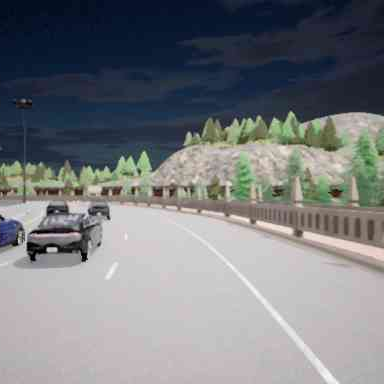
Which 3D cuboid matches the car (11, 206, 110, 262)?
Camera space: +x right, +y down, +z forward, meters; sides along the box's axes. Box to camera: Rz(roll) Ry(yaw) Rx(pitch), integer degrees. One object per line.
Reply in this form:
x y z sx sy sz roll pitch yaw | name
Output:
-4.463 1.506 12.252 2.128 1.511 4.902 0 0 -7 | car

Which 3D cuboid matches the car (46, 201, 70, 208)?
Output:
-12.532 1.556 31.157 1.882 1.535 5.008 0 0 -19 | car

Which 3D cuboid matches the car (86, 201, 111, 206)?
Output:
-8.246 1.552 29.317 1.837 1.490 4.892 0 0 -17 | car

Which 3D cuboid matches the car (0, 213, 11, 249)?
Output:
-8.023 1.383 12.387 2.097 1.767 4.553 0 0 -8 | car

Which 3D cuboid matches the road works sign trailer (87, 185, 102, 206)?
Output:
-16.587 0.587 56.729 2.380 3.560 2.880 -1 0 -20 | road works sign trailer
